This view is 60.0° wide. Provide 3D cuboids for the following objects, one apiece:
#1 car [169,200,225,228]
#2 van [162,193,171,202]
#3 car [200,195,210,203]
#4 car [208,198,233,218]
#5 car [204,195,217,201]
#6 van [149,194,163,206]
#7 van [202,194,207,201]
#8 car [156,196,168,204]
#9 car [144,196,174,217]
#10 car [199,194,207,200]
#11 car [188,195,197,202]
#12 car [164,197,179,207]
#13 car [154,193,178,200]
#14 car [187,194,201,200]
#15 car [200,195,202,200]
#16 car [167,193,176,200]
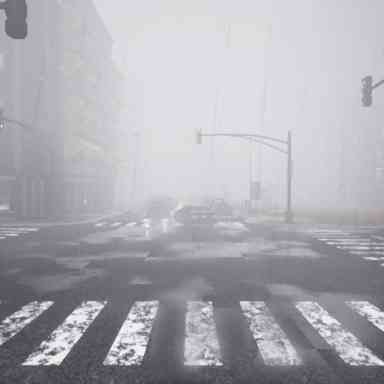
[{"bbox_3d":[0.139,1.533,22.372,2.033,1.411,5.357,0,0,-15],"label":"car"},{"bbox_3d":[-5.666,1.242,75.126,1.690,1.788,3.998,-1,0,0],"label":"van"},{"bbox_3d":[2.686,1.353,69.507,1.967,1.590,4.097,-1,0,0],"label":"car"},{"bbox_3d":[2.662,1.522,29.987,1.887,1.381,4.507,-1,0,0],"label":"car"},{"bbox_3d":[2.663,1.410,35.632,1.967,1.590,4.097,-1,0,0],"label":"car"},{"bbox_3d":[-5.678,1.287,52.541,1.690,1.788,3.998,-1,0,0],"label":"van"},{"bbox_3d":[2.667,1.295,46.924,1.690,1.788,3.998,-1,0,0],"label":"van"},{"bbox_3d":[-5.669,1.470,63.833,1.887,1.381,4.507,-1,0,0],"label":"car"},{"bbox_3d":[-3.080,1.453,31.217,1.882,1.535,5.008,0,0,0],"label":"car"},{"bbox_3d":[2.725,1.313,86.445,1.967,1.590,4.097,-1,0,0],"label":"car"},{"bbox_3d":[0.054,1.411,71.093,1.837,1.490,4.892,0,0,0],"label":"car"},{"bbox_3d":[-3.053,1.513,50.497,1.994,1.385,4.181,0,0,0],"label":"car"},{"bbox_3d":[-3.070,1.315,40.532,2.097,1.767,4.553,0,0,0],"label":"car"},{"bbox_3d":[0.135,1.282,61.396,2.097,1.767,4.553,0,0,0],"label":"car"},{"bbox_3d":[2.673,1.490,52.570,1.887,1.381,4.507,-1,0,0],"label":"car"},{"bbox_3d":[-5.658,1.173,92.065,2.192,1.841,5.009,-1,0,0],"label":"car"}]
